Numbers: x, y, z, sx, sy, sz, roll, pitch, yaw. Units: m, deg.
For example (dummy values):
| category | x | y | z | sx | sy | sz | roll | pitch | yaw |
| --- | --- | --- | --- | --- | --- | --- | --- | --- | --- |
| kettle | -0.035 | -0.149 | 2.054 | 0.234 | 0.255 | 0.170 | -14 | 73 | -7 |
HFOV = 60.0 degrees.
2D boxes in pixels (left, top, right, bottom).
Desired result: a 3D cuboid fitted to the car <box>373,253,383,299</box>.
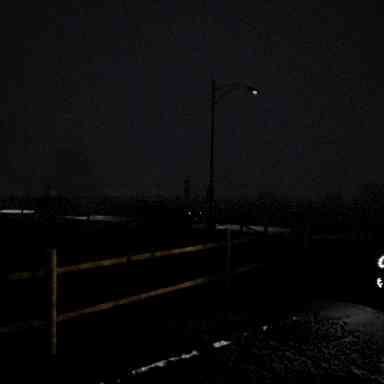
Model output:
| category | x | y | z | sx | sy | sz | roll | pitch | yaw |
| --- | --- | --- | --- | --- | --- | --- | --- | --- | --- |
| car | 5.890 | 1.374 | 7.149 | 4.553 | 1.767 | 2.097 | 0 | 0 | -36 |

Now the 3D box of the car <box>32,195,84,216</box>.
| category | x | y | z | sx | sy | sz | roll | pitch | yaw |
| --- | --- | --- | --- | --- | --- | --- | --- | --- | --- |
| car | -11.098 | 1.064 | 27.500 | 5.008 | 1.535 | 1.882 | 1 | 0 | 31 |

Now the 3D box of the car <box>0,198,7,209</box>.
| category | x | y | z | sx | sy | sz | roll | pitch | yaw |
| --- | --- | --- | --- | --- | --- | --- | --- | --- | --- |
| car | -20.521 | 0.922 | 33.387 | 4.902 | 1.511 | 2.128 | 1 | 0 | 33 |

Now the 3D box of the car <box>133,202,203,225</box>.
| category | x | y | z | sx | sy | sz | roll | pitch | yaw |
| --- | --- | --- | --- | --- | --- | --- | --- | --- | --- |
| car | -1.638 | 1.346 | 21.886 | 4.718 | 1.301 | 1.895 | 1 | 0 | 30 |
